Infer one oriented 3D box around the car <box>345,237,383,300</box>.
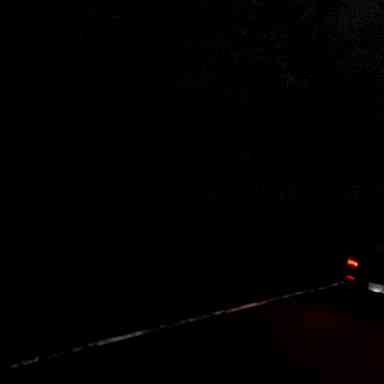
[{"bbox_3d":[5.204,1.562,7.225,4.674,1.442,1.812,1,0,-34],"label":"car"}]
